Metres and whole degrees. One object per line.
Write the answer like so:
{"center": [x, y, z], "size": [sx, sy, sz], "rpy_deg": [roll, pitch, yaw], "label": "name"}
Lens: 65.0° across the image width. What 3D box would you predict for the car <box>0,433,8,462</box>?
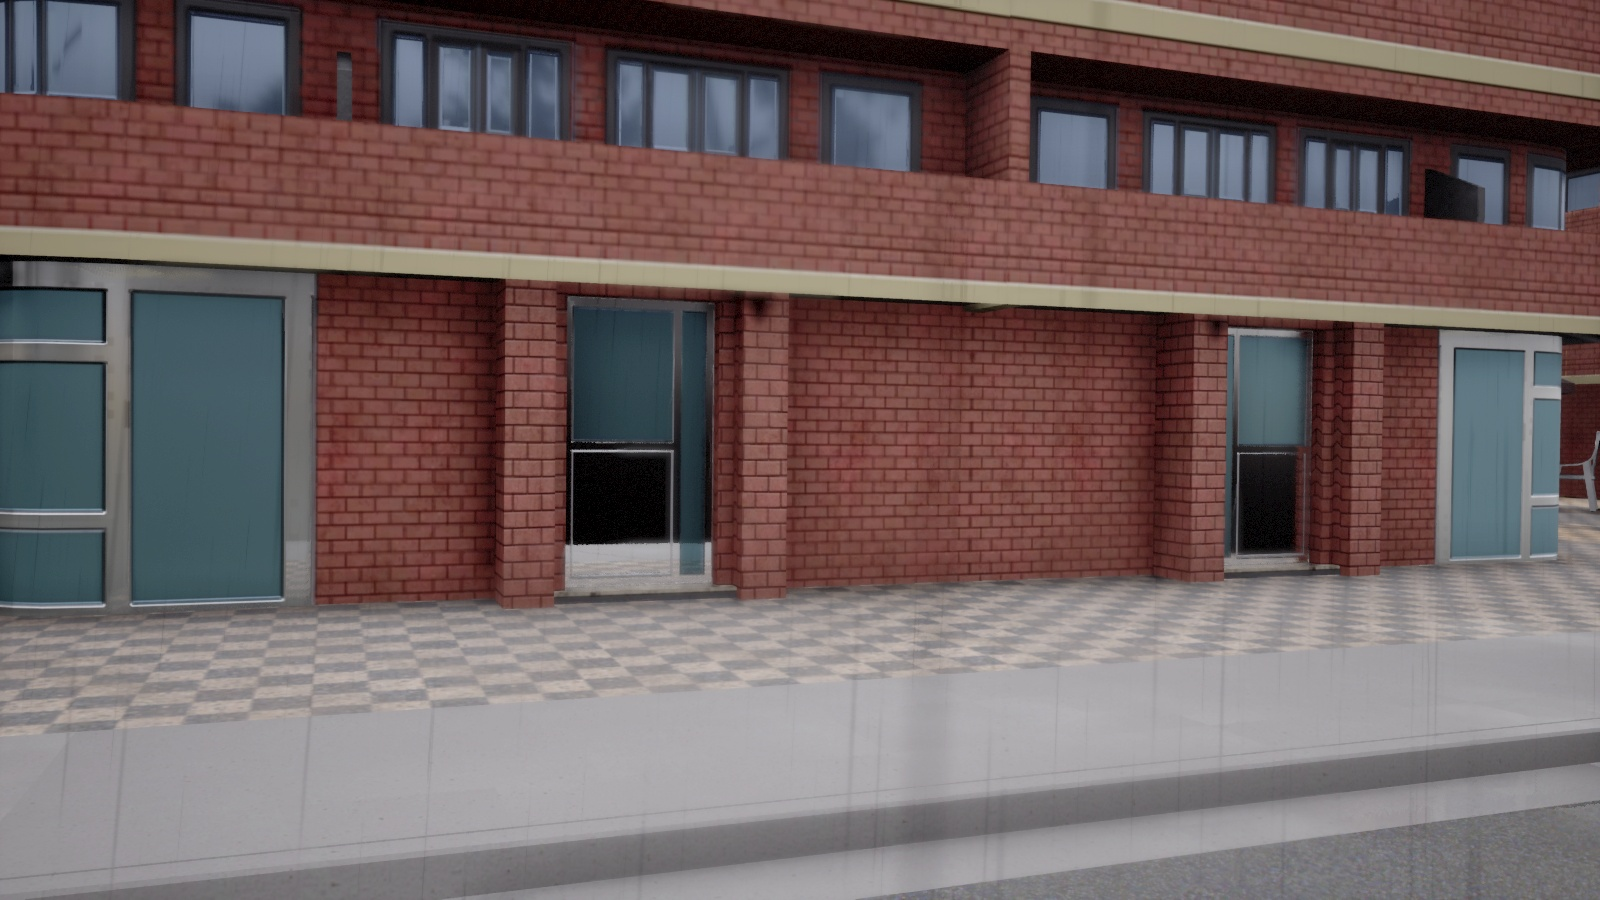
{"center": [-51.750, -0.142, 79.606], "size": [1.905, 1.878, 3.866], "rpy_deg": [-1, 1, -21], "label": "car"}
